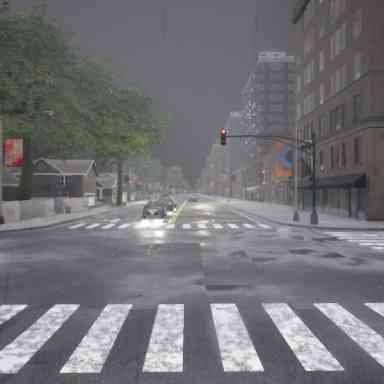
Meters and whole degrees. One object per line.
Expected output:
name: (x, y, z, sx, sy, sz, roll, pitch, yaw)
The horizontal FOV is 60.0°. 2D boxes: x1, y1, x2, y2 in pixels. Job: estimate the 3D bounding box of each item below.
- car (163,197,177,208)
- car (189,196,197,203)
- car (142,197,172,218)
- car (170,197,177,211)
car: (-3.251, 1.548, 49.822, 1.812, 1.442, 4.674, 0, 0, 0)
car: (0.215, 1.538, 70.259, 2.128, 1.511, 4.902, 0, 0, 0)
car: (-3.294, 1.500, 30.130, 2.128, 1.511, 4.902, 0, 0, 0)
car: (-3.274, 1.367, 39.865, 2.097, 1.767, 4.553, 0, 0, 0)
